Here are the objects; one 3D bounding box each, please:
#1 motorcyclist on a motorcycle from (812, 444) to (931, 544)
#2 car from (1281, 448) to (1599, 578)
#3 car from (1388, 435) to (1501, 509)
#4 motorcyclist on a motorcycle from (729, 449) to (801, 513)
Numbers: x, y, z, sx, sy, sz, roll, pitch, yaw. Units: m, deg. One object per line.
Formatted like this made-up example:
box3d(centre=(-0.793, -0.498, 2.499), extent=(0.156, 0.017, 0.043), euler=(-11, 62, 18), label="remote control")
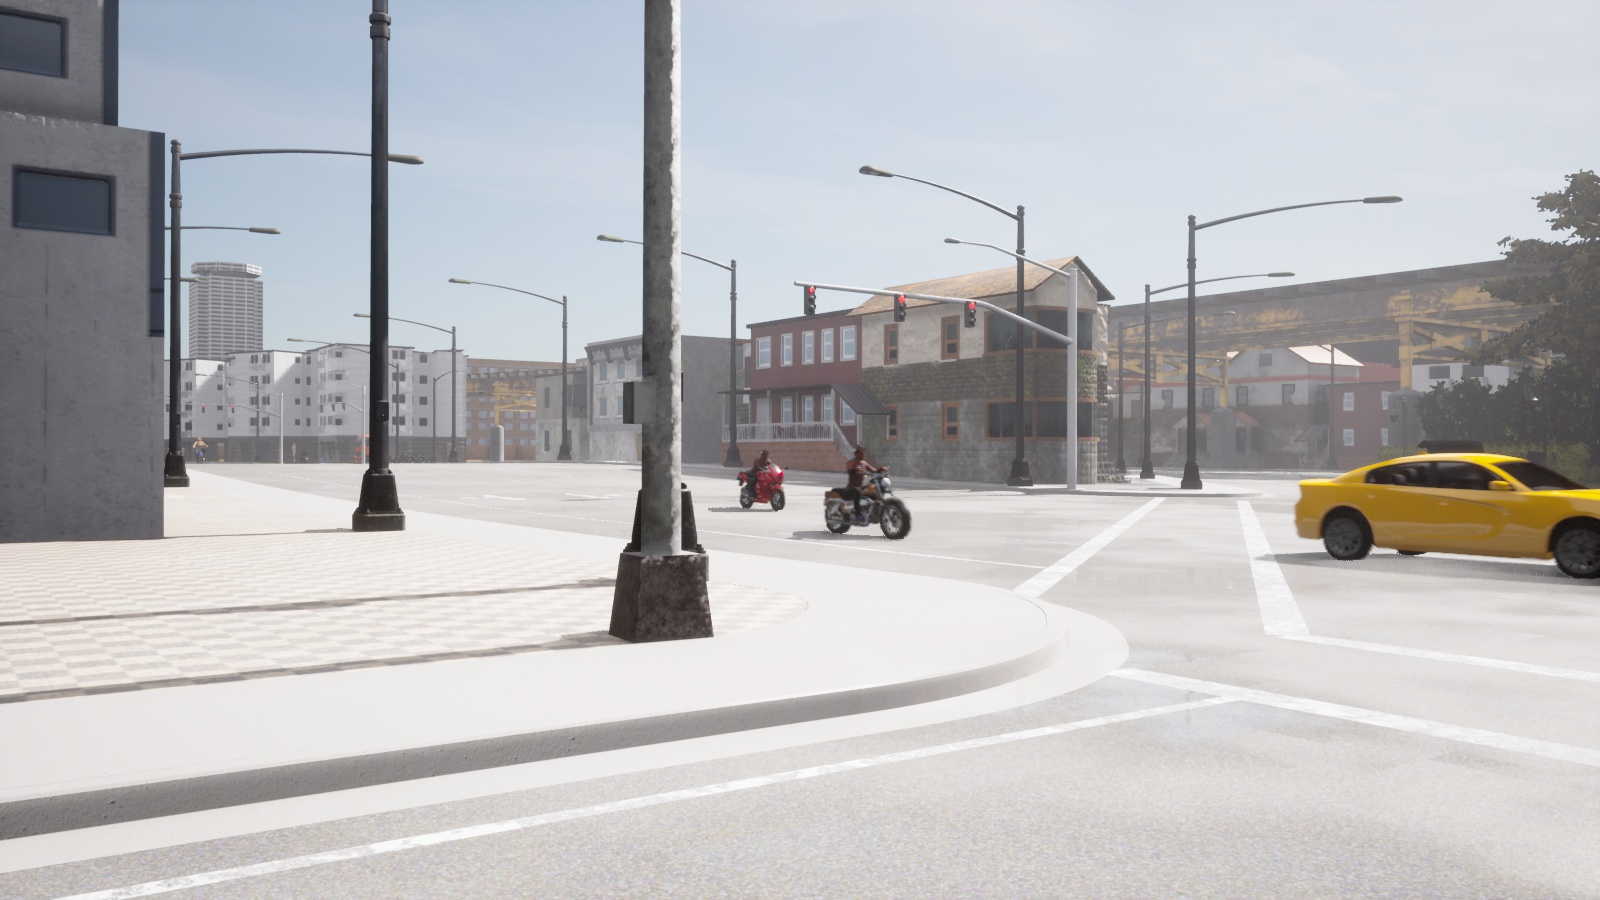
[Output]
box3d(centre=(1.222, 0.729, 22.061), extent=(0.766, 1.649, 2.350), euler=(0, 0, -35), label="motorcyclist on a motorcycle")
box3d(centre=(9.225, 0.745, 16.812), extent=(1.882, 1.535, 5.008), euler=(0, 0, -35), label="car")
box3d(centre=(17.427, 0.572, 34.131), extent=(1.905, 1.878, 3.866), euler=(0, 0, 14), label="car")
box3d(centre=(-0.885, 0.743, 31.097), extent=(0.797, 1.523, 2.044), euler=(0, 0, -35), label="motorcyclist on a motorcycle")
